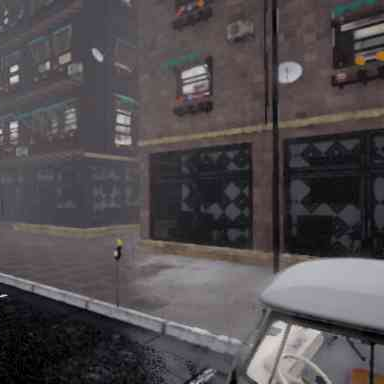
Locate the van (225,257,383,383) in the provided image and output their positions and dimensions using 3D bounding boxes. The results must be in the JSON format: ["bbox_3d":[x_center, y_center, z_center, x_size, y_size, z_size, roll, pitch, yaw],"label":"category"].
[{"bbox_3d":[1.986,1.344,1.430,3.998,1.788,1.690,-1,-1,36],"label":"van"}]
